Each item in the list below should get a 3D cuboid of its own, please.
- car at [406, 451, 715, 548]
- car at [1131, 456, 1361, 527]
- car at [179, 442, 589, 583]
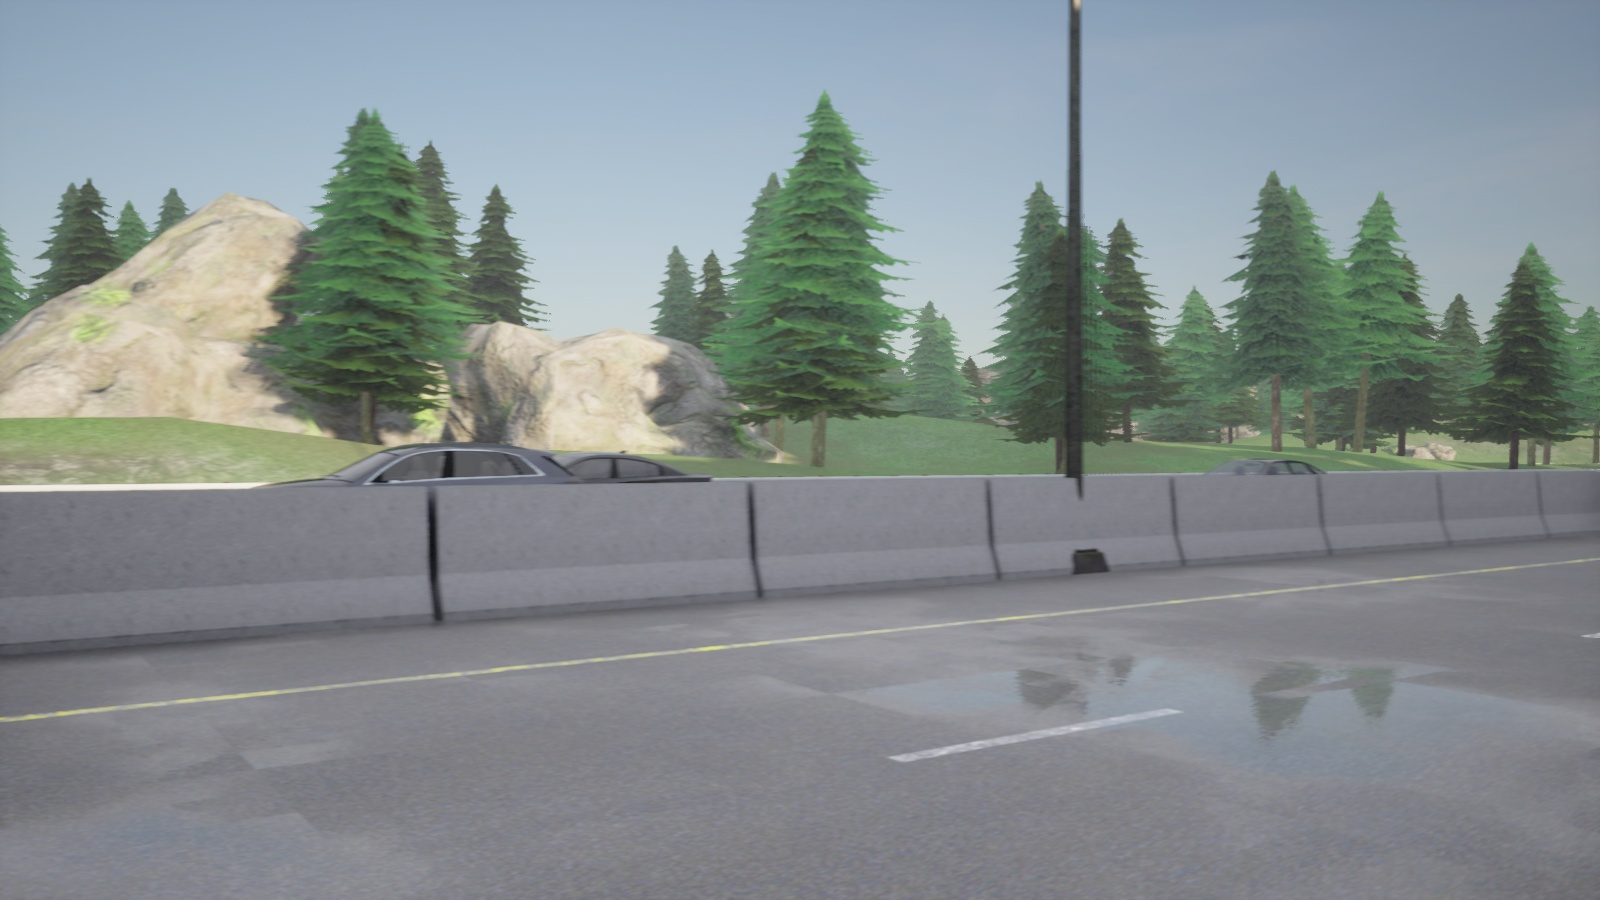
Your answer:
[{"bbox_3d":[-4.140,0.789,22.099,5.008,1.535,1.882,0,0,-35],"label":"car"},{"bbox_3d":[9.859,0.848,27.578,5.357,1.411,2.033,0,0,-35],"label":"car"},{"bbox_3d":[-5.499,0.730,16.889,4.856,1.649,2.033,0,0,-35],"label":"car"}]
